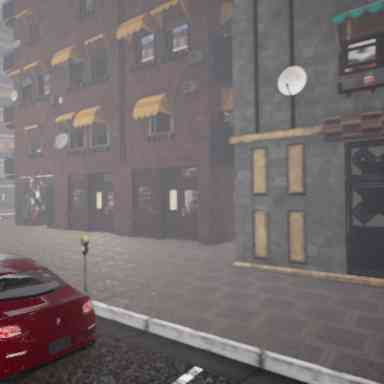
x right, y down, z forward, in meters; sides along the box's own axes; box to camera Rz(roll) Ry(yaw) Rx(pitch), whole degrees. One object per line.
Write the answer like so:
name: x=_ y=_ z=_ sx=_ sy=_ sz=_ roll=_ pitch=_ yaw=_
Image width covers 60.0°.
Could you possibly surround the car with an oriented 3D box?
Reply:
car: x=-3.191 y=1.608 z=5.009 sx=4.206 sy=1.307 sz=1.802 roll=0 pitch=-1 yaw=36
